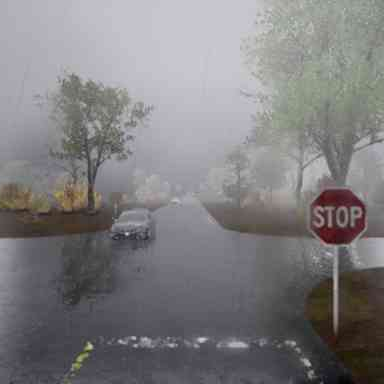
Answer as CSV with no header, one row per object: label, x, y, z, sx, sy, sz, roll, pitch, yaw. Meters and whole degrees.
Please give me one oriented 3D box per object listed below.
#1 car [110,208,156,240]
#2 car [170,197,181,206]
car,-3.003,1.681,17.810,1.837,1.490,4.892,0,0,0
car,-3.007,1.741,61.976,1.812,1.442,4.674,0,0,0
